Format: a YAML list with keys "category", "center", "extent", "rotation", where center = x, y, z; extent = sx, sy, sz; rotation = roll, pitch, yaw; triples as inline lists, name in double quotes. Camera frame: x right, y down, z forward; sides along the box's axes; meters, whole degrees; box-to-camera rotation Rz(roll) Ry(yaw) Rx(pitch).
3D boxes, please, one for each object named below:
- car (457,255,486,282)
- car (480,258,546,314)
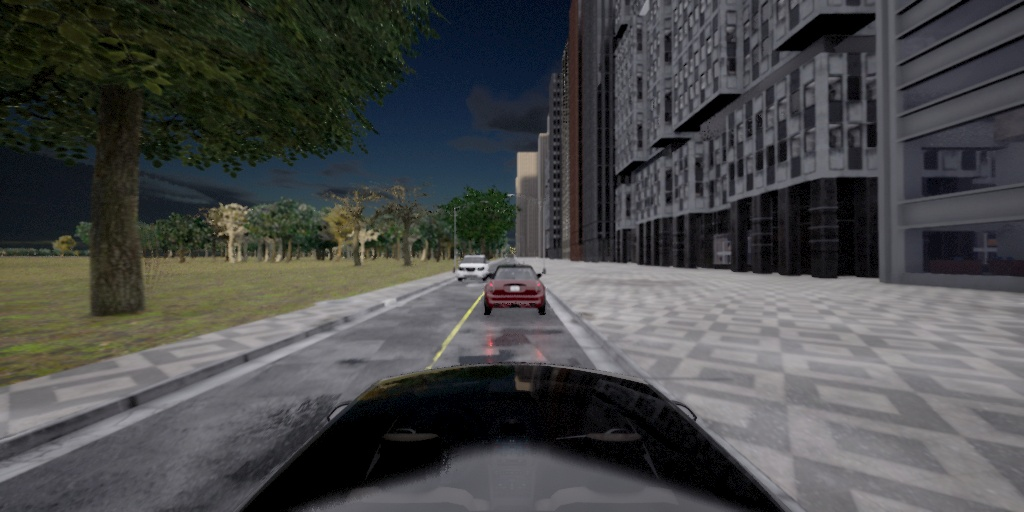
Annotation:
- category: "car"
  center: [-3.003, 0.928, 28.771]
  extent: [2.150, 2.045, 5.566]
  rotation: [0, 0, 0]
- category: "car"
  center: [0.098, 1.077, 13.769]
  extent: [2.097, 1.767, 4.553]
  rotation: [0, 0, 0]
